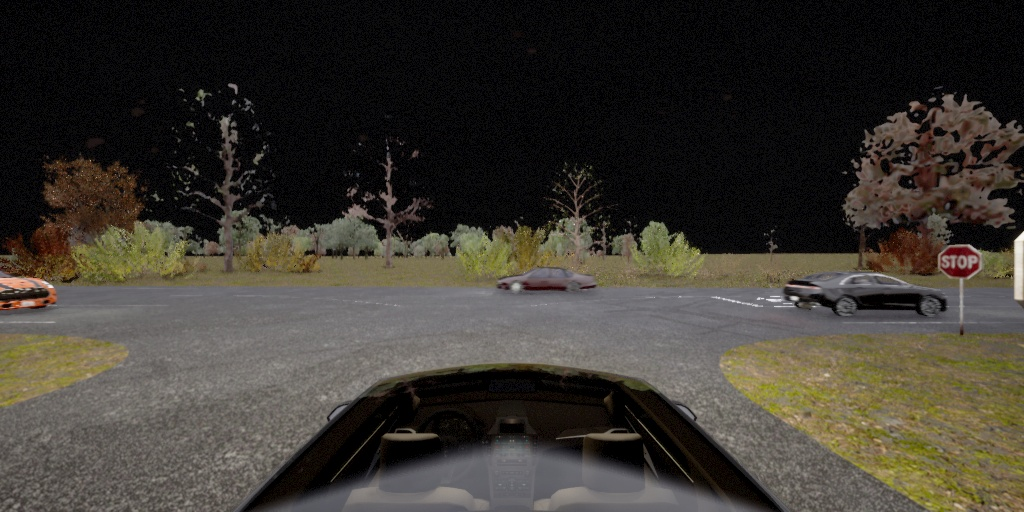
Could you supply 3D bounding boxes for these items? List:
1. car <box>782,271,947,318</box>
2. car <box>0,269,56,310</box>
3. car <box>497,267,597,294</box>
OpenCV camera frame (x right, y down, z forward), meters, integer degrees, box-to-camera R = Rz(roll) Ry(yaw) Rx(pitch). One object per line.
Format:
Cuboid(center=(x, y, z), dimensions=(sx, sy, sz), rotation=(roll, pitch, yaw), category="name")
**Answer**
Cuboid(center=(12.453, 1.301, 12.799), dimensions=(4.902, 1.511, 2.128), rotation=(0, 0, -1), category="car")
Cuboid(center=(-18.774, 1.032, 12.202), dimensions=(4.553, 1.767, 2.097), rotation=(0, 0, -1), category="car")
Cuboid(center=(1.857, 1.303, 19.594), dimensions=(5.357, 1.411, 2.033), rotation=(0, 0, -1), category="car")
